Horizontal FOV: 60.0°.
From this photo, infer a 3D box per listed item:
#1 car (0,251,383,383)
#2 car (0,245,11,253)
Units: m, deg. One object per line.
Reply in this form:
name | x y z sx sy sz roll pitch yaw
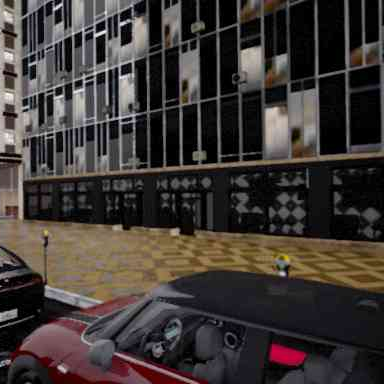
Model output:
car | 0.141 1.454 2.939 4.097 1.590 1.967 -1 -1 35
car | -4.499 1.618 6.209 4.403 1.369 2.008 -1 -1 35
